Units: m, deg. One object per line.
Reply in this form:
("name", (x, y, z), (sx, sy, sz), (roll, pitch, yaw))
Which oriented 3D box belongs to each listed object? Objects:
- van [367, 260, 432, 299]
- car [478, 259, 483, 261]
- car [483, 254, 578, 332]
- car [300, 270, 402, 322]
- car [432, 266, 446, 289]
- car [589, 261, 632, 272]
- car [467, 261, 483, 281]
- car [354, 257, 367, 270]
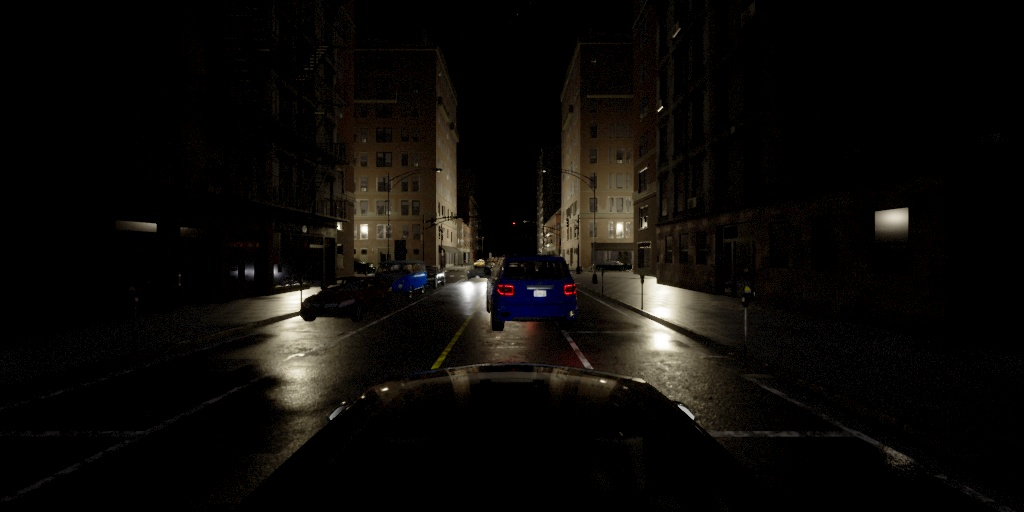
("van", (-5.385, 1.090, 17.638), (1.690, 1.789, 3.998), (0, 0, 0))
("car", (-5.362, 1.273, 60.837), (1.751, 1.417, 4.829), (0, 0, 0))
("car", (0.365, 0.971, 11.072), (2.150, 2.045, 5.566), (0, 0, -6))
("car", (-5.389, 1.331, 12.231), (1.802, 1.307, 4.207), (0, 0, 0))
("car", (-5.381, 1.300, 23.044), (2.007, 1.370, 4.403), (0, 0, 0))
("car", (11.736, 1.275, 43.079), (4.718, 1.301, 1.895), (0, 0, 0))
("car", (-2.602, 1.350, 30.543), (1.895, 1.301, 4.718), (0, 0, 3))
("car", (-18.212, 1.064, 40.095), (5.566, 2.045, 2.150), (0, 0, 0))
